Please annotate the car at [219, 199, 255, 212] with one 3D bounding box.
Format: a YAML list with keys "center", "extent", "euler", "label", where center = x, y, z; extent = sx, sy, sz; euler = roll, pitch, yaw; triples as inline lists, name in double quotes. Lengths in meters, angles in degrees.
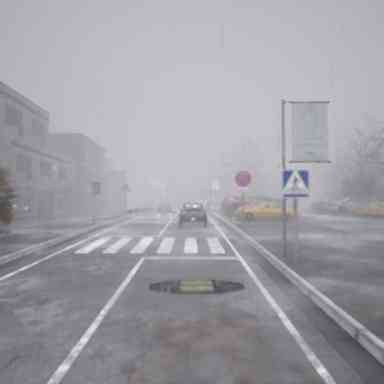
- center: [6.112, 1.785, 45.479]
  extent: [4.553, 1.767, 2.185]
  euler: [0, -2, -1]
  label: "car"

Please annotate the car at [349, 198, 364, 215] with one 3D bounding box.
- center: [18.680, 1.594, 32.292]
  extent: [5.366, 1.575, 1.946]
  euler: [0, -1, 0]
  label: "car"

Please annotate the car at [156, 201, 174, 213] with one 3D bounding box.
- center: [-3.428, 1.901, 42.776]
  extent: [1.837, 1.490, 4.892]
  euler: [0, -2, 0]
  label: "car"

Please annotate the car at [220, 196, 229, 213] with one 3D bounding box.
- center: [6.186, 1.497, 39.531]
  extent: [5.566, 2.045, 2.435]
  euler: [0, -1, -1]
  label: "car"

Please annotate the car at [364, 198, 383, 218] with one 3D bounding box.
- center: [18.702, 1.550, 29.632]
  extent: [5.366, 1.575, 1.946]
  euler: [0, -1, 0]
  label: "car"

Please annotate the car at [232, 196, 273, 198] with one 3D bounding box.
- center: [6.273, 1.434, 30.301]
  extent: [4.553, 1.767, 2.185]
  euler: [0, -1, 0]
  label: "car"

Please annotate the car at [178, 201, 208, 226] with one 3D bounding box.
- center: [0.069, 1.483, 23.137]
  extent: [2.128, 1.511, 4.902]
  euler: [0, -1, 0]
  label: "car"

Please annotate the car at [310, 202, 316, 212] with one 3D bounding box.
- center: [18.347, 1.607, 43.472]
  extent: [5.566, 2.045, 2.435]
  euler: [0, -2, -1]
  label: "car"

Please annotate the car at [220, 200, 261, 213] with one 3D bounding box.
- center: [6.125, 1.827, 42.441]
  extent: [5.008, 1.535, 2.097]
  euler: [0, -2, -1]
  label: "car"

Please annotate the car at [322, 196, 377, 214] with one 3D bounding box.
- center: [18.418, 1.462, 38.012]
  extent: [5.566, 2.045, 2.435]
  euler: [0, -2, -1]
  label: "car"

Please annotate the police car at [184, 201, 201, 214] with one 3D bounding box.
- center: [0.007, 1.868, 41.773]
  extent: [2.038, 1.542, 4.974]
  euler: [0, -2, 0]
  label: "police car"

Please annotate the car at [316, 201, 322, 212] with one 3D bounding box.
- center: [18.404, 1.787, 40.797]
  extent: [4.892, 1.521, 2.231]
  euler: [0, -2, -1]
  label: "car"

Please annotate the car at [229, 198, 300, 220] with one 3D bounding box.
- center: [6.082, 1.515, 27.380]
  extent: [5.366, 1.575, 1.946]
  euler: [0, -1, 0]
  label: "car"

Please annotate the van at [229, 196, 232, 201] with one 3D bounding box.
- center: [6.333, 1.389, 33.340]
  extent: [4.442, 1.987, 1.878]
  euler: [0, -1, 0]
  label: "van"
